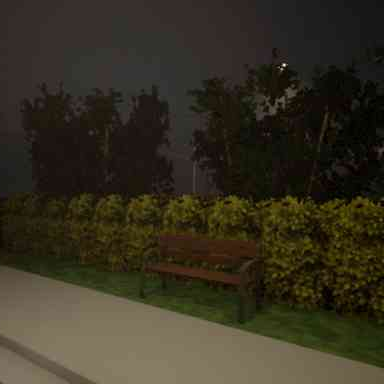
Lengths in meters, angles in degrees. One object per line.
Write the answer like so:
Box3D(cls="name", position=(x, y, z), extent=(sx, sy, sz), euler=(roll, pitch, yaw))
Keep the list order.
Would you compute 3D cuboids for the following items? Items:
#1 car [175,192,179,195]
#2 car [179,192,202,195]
Box3D(cls="car", position=(-2.359, 0.754, 64.688), extent=(1.812, 1.442, 4.674), euler=(0, 1, 35))
Box3D(cls="car", position=(0.384, 0.736, 62.531), extent=(2.128, 1.511, 4.902), euler=(0, 2, 35))
